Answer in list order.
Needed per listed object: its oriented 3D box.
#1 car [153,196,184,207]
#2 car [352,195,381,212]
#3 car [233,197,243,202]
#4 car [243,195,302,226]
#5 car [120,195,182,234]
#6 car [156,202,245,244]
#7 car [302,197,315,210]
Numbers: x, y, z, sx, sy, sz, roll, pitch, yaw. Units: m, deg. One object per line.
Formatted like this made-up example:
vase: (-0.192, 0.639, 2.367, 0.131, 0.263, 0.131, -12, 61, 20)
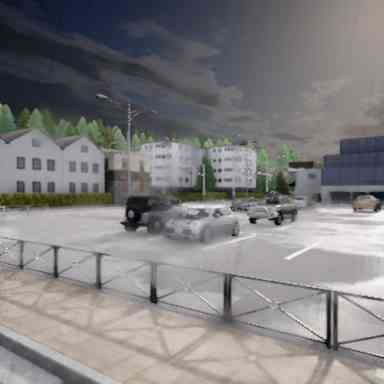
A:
car: (-3.360, 1.334, 48.147, 1.837, 1.490, 4.892, 0, 0, 35)
car: (17.946, 1.159, 34.142, 2.152, 1.636, 5.027, 0, 0, 35)
car: (5.460, 1.309, 33.921, 2.007, 1.523, 4.514, 0, 0, 35)
car: (5.367, 1.104, 21.740, 1.932, 1.855, 4.605, 0, 0, 35)
car: (-1.852, 1.084, 17.201, 1.905, 1.878, 3.866, 0, 0, 35)
car: (0.514, 1.367, 14.787, 1.970, 1.475, 3.806, 0, 0, 35)
car: (12.514, 1.242, 37.574, 1.970, 1.475, 3.806, 0, 0, 35)
